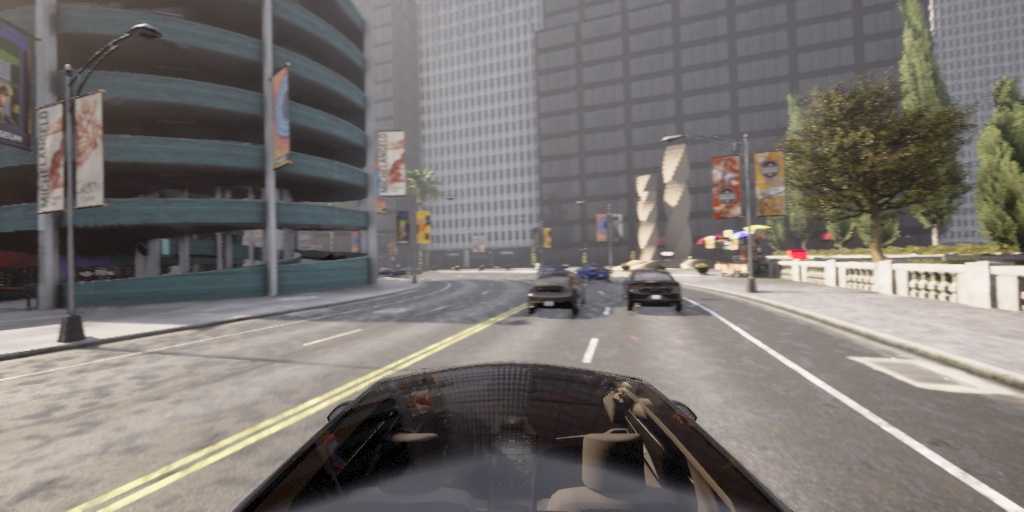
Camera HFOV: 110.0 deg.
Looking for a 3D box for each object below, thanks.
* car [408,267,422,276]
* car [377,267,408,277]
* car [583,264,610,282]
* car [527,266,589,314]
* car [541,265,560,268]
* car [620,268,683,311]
[{"bbox_3d":[-16.325,2.502,57.039,4.181,1.385,1.994,-2,-1,35],"label":"car"},{"bbox_3d":[-18.542,2.567,54.382,4.718,1.301,1.895,-2,-1,34],"label":"car"},{"bbox_3d":[6.800,1.412,30.843,1.882,1.535,5.008,-1,0,-6],"label":"car"},{"bbox_3d":[1.891,1.368,14.465,1.837,1.490,4.892,-2,0,16],"label":"car"},{"bbox_3d":[3.286,1.514,30.915,1.882,1.535,5.008,-1,0,-6],"label":"car"},{"bbox_3d":[5.506,1.237,14.523,1.882,1.535,5.008,-2,0,15],"label":"car"}]
